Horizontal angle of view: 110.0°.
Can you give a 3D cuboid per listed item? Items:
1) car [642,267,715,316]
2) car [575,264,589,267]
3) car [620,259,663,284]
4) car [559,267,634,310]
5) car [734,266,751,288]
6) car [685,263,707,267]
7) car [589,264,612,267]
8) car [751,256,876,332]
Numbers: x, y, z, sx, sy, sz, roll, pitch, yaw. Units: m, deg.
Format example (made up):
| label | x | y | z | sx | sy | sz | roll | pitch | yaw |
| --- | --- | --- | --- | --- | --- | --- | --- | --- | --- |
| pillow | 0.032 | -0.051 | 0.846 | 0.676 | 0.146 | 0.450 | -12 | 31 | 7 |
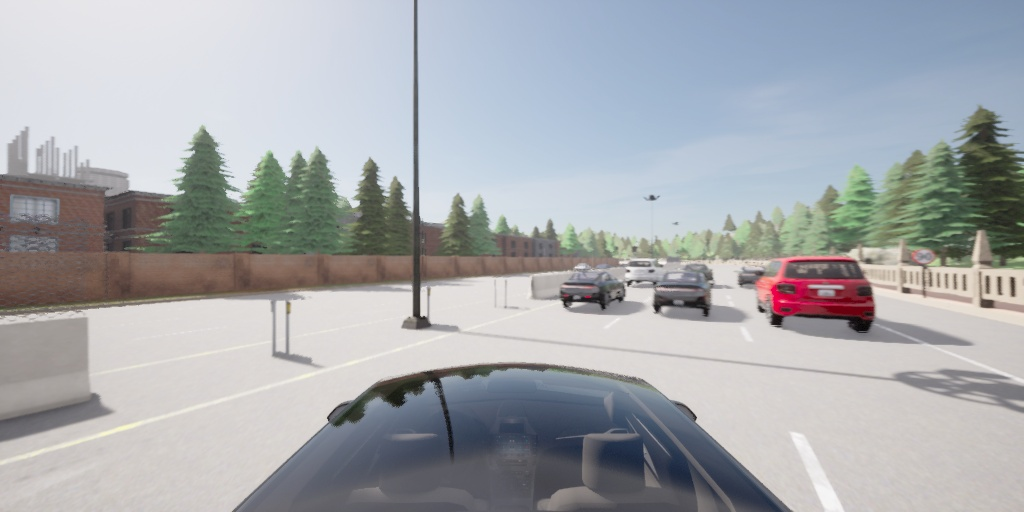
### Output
| label | x | y | z | sx | sy | sz | roll | pitch | yaw |
| --- | --- | --- | --- | --- | --- | --- | --- | --- | --- |
| car | 6.722 | 1.357 | 14.040 | 2.128 | 1.511 | 4.902 | -1 | -1 | 29 |
| car | 11.412 | 1.959 | 58.649 | 1.812 | 1.442 | 4.674 | -1 | -1 | 30 |
| car | 10.351 | 1.248 | 27.817 | 2.150 | 2.045 | 5.566 | -1 | -1 | 30 |
| car | 3.647 | 1.404 | 15.710 | 2.128 | 1.511 | 4.902 | -1 | -1 | 29 |
| car | 17.030 | 1.432 | 25.391 | 2.128 | 1.511 | 4.902 | -1 | -1 | 30 |
| car | 13.932 | 1.338 | 27.024 | 2.097 | 1.767 | 4.553 | -1 | -1 | 30 |
| car | 14.484 | 1.935 | 56.971 | 2.033 | 1.411 | 5.357 | -1 | -1 | 30 |
| car | 9.226 | 1.034 | 11.369 | 2.150 | 2.045 | 5.566 | -1 | -1 | 29 |
